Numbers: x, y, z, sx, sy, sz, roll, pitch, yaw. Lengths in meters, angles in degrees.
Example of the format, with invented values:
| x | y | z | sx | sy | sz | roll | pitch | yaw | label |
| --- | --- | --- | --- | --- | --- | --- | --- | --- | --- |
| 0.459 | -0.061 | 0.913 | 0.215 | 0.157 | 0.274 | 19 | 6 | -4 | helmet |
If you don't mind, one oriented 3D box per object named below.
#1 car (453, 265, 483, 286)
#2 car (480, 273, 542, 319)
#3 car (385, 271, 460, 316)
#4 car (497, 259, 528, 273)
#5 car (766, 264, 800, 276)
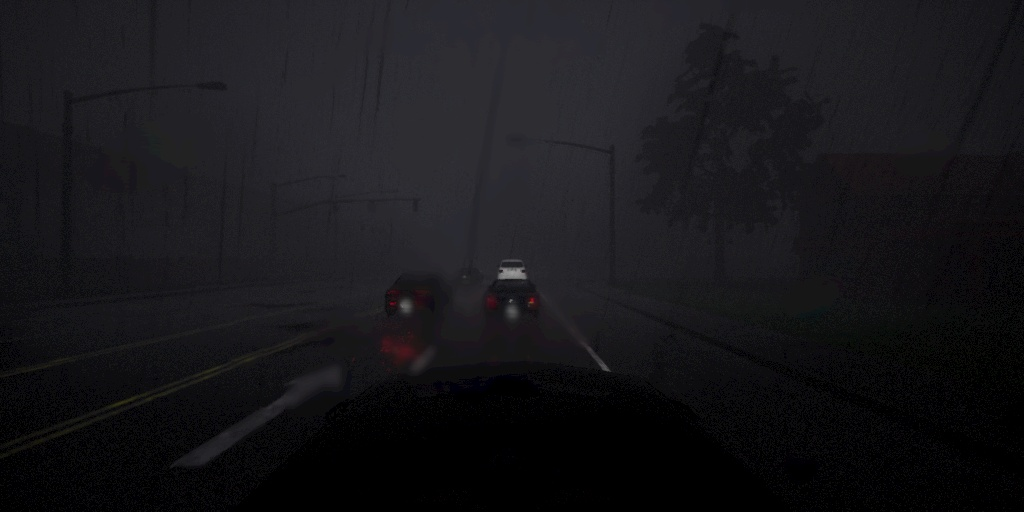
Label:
| x | y | z | sx | sy | sz | roll | pitch | yaw | label |
| --- | --- | --- | --- | --- | --- | --- | --- | --- | --- |
| -3.457 | 1.648 | 29.331 | 1.994 | 1.385 | 4.181 | 0 | -1 | 1 | car |
| 0.036 | 1.494 | 13.535 | 1.895 | 1.301 | 4.718 | 0 | -1 | 1 | car |
| -3.456 | 1.406 | 14.174 | 1.837 | 1.490 | 4.892 | 0 | 0 | 1 | car |
| 0.025 | 1.283 | 27.637 | 2.150 | 2.045 | 5.566 | 0 | -1 | 0 | car |
| 35.293 | 1.780 | 45.975 | 4.902 | 1.511 | 2.128 | 0 | -1 | -1 | car |
